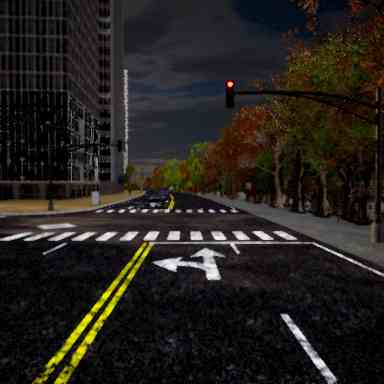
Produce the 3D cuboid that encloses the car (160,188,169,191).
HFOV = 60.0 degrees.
[{"bbox_3d":[-4.768,0.646,54.099,2.128,1.511,4.902,0,2,-3],"label":"car"}]

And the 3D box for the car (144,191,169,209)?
[{"bbox_3d":[-3.854,0.971,34.404,2.128,1.511,4.902,0,2,-2],"label":"car"}]
